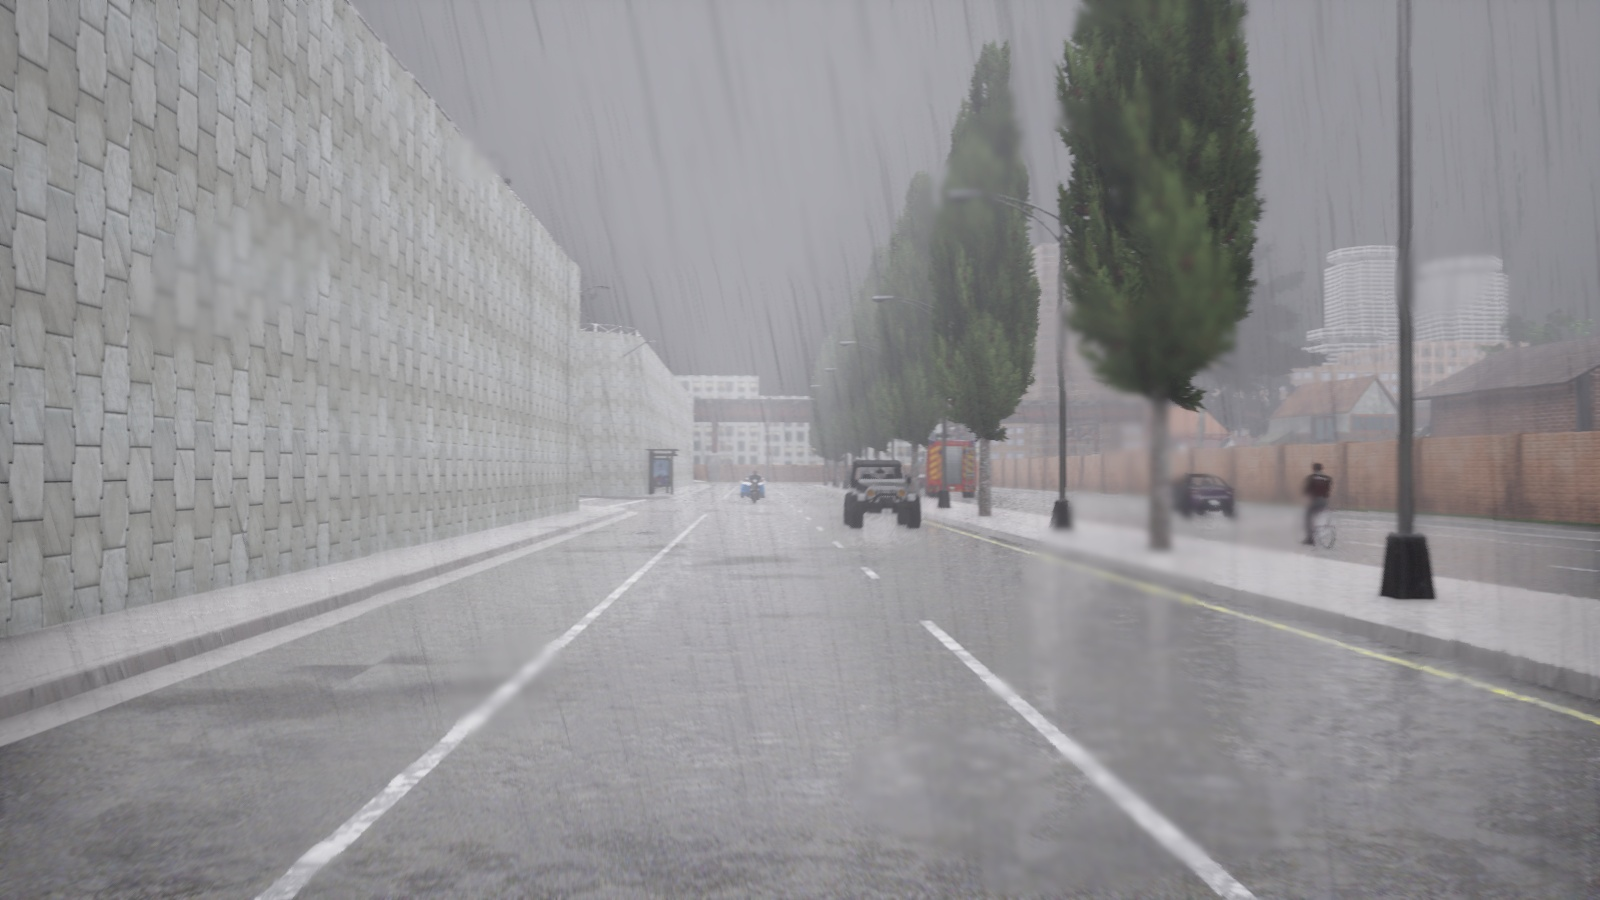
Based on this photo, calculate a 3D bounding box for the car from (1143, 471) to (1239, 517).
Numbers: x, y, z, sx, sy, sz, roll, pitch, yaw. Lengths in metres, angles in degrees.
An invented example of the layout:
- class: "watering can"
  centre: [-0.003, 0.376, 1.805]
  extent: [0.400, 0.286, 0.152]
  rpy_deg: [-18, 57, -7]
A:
- class: "car"
  centre: [13.371, 1.474, 43.182]
  extent: [1.816, 1.474, 4.193]
  rpy_deg: [0, -1, -2]

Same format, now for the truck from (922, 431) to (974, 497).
- class: "truck"
  centre: [9.026, 0.893, 77.337]
  extent: [2.891, 3.827, 8.468]
  rpy_deg: [0, -1, 5]

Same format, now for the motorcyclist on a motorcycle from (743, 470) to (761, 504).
- class: "motorcyclist on a motorcycle"
  centre: [-2.297, 1.777, 60.219]
  extent: [0.866, 1.590, 1.817]
  rpy_deg: [0, -1, -2]

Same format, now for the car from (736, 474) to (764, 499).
- class: "car"
  centre: [-2.866, 2.100, 72.416]
  extent: [1.481, 1.376, 2.207]
  rpy_deg: [0, -1, 1]

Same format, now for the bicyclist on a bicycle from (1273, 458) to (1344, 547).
- class: "bicyclist on a bicycle"
  centre: [10.527, 1.060, 26.068]
  extent: [0.659, 1.776, 1.843]
  rpy_deg: [0, -1, -2]

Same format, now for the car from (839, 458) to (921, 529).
- class: "car"
  centre: [2.172, 1.187, 35.127]
  extent: [1.905, 1.878, 3.866]
  rpy_deg: [0, -1, -2]
